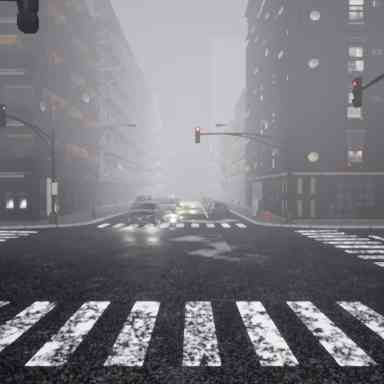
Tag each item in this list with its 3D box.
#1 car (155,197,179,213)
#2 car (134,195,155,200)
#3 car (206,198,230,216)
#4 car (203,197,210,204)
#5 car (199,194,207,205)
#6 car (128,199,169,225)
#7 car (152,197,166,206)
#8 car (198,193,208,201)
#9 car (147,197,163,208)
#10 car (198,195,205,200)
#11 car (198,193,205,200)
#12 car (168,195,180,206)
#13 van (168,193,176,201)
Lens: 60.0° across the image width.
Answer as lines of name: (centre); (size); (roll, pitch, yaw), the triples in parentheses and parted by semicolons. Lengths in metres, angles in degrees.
car: (-2.800, 1.586, 37.107); (1.895, 1.301, 4.718); (0, 0, 0)
car: (-5.284, 1.301, 37.046); (2.192, 1.841, 5.009); (-1, 0, 0)
car: (2.592, 1.570, 31.439); (1.802, 1.307, 4.206); (-1, 0, 0)
car: (2.599, 1.536, 36.978); (2.008, 1.369, 4.403); (-1, 0, 0)
car: (2.625, 1.519, 59.135); (1.887, 1.381, 4.507); (-1, 0, 0)
car: (-3.161, 1.497, 23.952); (1.837, 1.490, 4.892); (0, 0, 5)
car: (-5.261, 1.559, 53.658); (1.802, 1.307, 4.206); (-1, 0, 0)
car: (2.648, 1.275, 81.292); (2.192, 1.841, 5.009); (-1, 0, 0)
car: (-5.269, 1.506, 47.951); (1.752, 1.417, 4.829); (-1, 0, 0)
car: (2.665, 1.533, 92.370); (1.802, 1.307, 4.206); (-1, 0, 0)
car: (2.645, 1.546, 75.752); (1.802, 1.307, 4.206); (-1, 0, 0)
car: (-2.727, 1.527, 49.876); (2.033, 1.411, 5.357); (0, 0, 1)
van: (-5.225, 1.297, 86.881); (1.690, 1.788, 3.998); (-1, 0, 0)
